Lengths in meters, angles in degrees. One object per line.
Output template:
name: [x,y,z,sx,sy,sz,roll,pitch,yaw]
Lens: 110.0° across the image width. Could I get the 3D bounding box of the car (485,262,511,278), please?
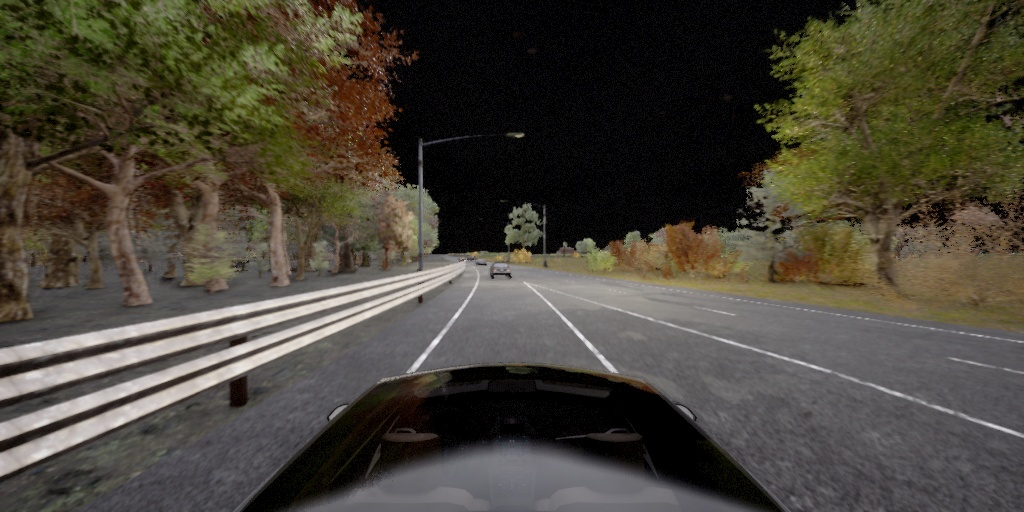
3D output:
car: [-1.136,1.275,33.396,2.033,1.411,5.357,0,0,-6]
